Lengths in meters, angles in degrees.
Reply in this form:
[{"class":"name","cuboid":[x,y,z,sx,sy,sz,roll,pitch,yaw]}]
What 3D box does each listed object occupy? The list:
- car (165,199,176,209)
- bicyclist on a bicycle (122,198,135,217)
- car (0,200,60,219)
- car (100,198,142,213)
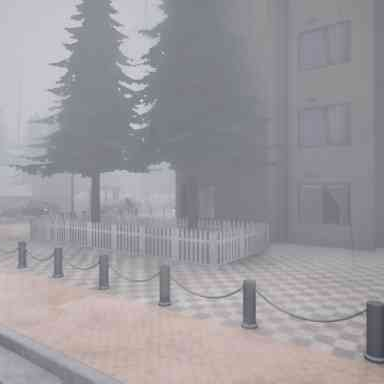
[{"class":"car","cuboid":[-1.612,1.510,45.076,1.812,1.442,4.674,0,0,37]},{"class":"bicyclist on a bicycle","cuboid":[-5.345,1.285,27.851,1.656,1.620,0.582,0,0,37]},{"class":"car","cuboid":[-13.951,1.476,28.893,2.128,1.511,4.902,0,0,37]},{"class":"car","cuboid":[-7.825,1.462,36.946,1.882,1.535,5.008,0,0,37]}]
